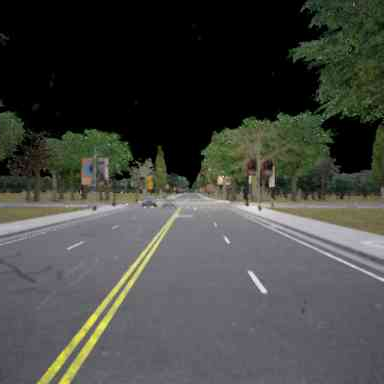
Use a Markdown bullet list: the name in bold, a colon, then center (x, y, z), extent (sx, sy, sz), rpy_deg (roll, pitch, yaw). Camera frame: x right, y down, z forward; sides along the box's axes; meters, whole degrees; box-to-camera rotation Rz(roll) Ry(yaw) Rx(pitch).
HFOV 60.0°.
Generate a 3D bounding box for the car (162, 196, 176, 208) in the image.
- **car**: center (-3.245, 1.616, 47.496), extent (1.895, 1.301, 4.718), rpy_deg (0, 0, -1)

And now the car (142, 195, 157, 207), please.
- **car**: center (-6.479, 1.369, 51.316), extent (2.097, 1.767, 4.553), rpy_deg (0, 0, -4)
